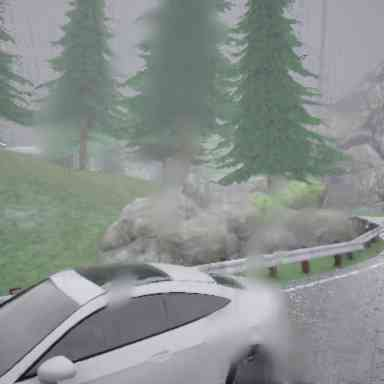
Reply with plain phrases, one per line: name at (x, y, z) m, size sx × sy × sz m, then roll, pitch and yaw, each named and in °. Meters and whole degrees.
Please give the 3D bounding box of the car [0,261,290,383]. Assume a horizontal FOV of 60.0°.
car at (-0.974, 1.525, 3.286) m, size 4.674 × 1.442 × 1.812 m, roll 0°, pitch 0°, yaw -35°
